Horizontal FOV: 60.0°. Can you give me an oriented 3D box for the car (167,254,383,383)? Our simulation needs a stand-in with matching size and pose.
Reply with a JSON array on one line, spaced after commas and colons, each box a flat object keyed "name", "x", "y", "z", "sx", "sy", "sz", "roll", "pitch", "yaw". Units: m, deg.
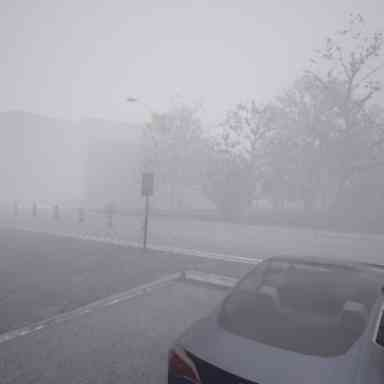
[{"name": "car", "x": 1.691, "y": 1.501, "z": 3.976, "sx": 2.163, "sy": 1.488, "sz": 4.792, "roll": 1, "pitch": 0, "yaw": 36}]
